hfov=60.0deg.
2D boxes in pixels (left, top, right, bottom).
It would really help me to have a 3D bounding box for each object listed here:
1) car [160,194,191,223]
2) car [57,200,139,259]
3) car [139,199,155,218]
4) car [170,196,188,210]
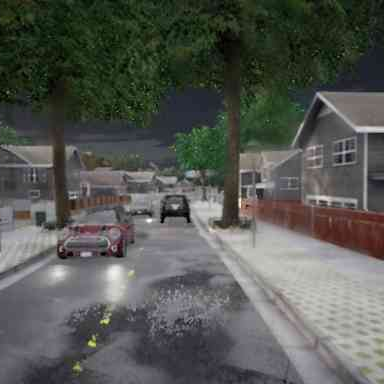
[{"bbox_3d":[-1.251,1.141,25.268,2.150,2.045,5.566,0,0,-3],"label":"car"},{"bbox_3d":[-3.378,1.320,12.471,2.097,1.767,4.553,0,0,-3],"label":"car"},{"bbox_3d":[-4.297,1.424,29.114,1.837,1.490,4.892,0,0,-2],"label":"car"},{"bbox_3d":[-1.642,1.375,43.055,2.128,1.511,4.902,0,0,0],"label":"car"}]
